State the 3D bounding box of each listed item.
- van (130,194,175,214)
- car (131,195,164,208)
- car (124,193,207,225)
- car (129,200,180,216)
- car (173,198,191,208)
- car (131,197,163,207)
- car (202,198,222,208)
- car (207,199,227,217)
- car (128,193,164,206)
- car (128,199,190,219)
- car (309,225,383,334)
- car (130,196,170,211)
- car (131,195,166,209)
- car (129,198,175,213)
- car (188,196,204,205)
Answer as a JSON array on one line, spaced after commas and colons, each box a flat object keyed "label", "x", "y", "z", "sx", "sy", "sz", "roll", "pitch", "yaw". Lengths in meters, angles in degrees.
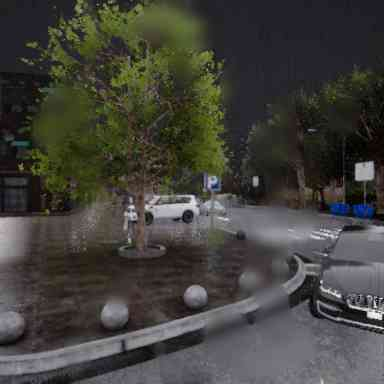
[{"label": "van", "x": -4.326, "y": 1.301, "z": 36.327, "sx": 4.442, "sy": 1.987, "sz": 1.878, "roll": -1, "pitch": 0, "yaw": -30}, {"label": "car", "x": -6.803, "y": 1.420, "z": 51.189, "sx": 4.553, "sy": 1.767, "sz": 2.185, "roll": -1, "pitch": 0, "yaw": -30}, {"label": "car", "x": -2.126, "y": 1.260, "z": 24.538, "sx": 5.566, "sy": 2.045, "sz": 2.435, "roll": -1, "pitch": 0, "yaw": -30}, {"label": "car", "x": -3.704, "y": 1.562, "z": 33.434, "sx": 4.674, "sy": 1.452, "sz": 2.002, "roll": -1, "pitch": 0, "yaw": -30}, {"label": "car", "x": -1.627, "y": 1.631, "z": 52.493, "sx": 2.033, "sy": 1.411, "sz": 5.357, "roll": 0, "pitch": 0, "yaw": -10}, {"label": "car", "x": -7.330, "y": 1.581, "z": 54.157, "sx": 4.792, "sy": 1.488, "sz": 2.163, "roll": -1, "pitch": 0, "yaw": -30}, {"label": "car", "x": 2.940, "y": 1.674, "z": 50.305, "sx": 1.895, "sy": 1.301, "sz": 4.718, "roll": 0, "pitch": 0, "yaw": -10}, {"label": "car", "x": 1.962, "y": 1.569, "z": 31.780, "sx": 1.812, "sy": 1.442, "sz": 4.674, "roll": 0, "pitch": 0, "yaw": -10}, {"label": "car", "x": -7.850, "y": 1.307, "z": 57.112, "sx": 5.566, "sy": 2.045, "sz": 2.435, "roll": -1, "pitch": 0, "yaw": -30}, {"label": "car", "x": -3.009, "y": 1.513, "z": 30.570, "sx": 5.366, "sy": 1.575, "sz": 1.946, "roll": -1, "pitch": 0, "yaw": -30}, {"label": "car", "x": 3.769, "y": 1.518, "z": 6.887, "sx": 1.837, "sy": 1.490, "sz": 4.892, "roll": 3, "pitch": 1, "yaw": 28}, {"label": "car", "x": -5.305, "y": 1.407, "z": 42.296, "sx": 4.553, "sy": 1.767, "sz": 2.185, "roll": -1, "pitch": 0, "yaw": -30}, {"label": "car", "x": -6.284, "y": 1.415, "z": 48.233, "sx": 4.553, "sy": 1.767, "sz": 2.185, "roll": -1, "pitch": 0, "yaw": -30}, {"label": "car", "x": -4.742, "y": 1.528, "z": 39.346, "sx": 5.008, "sy": 1.535, "sz": 2.097, "roll": -1, "pitch": 0, "yaw": -30}, {"label": "car", "x": 0.703, "y": 1.593, "z": 62.541, "sx": 2.128, "sy": 1.511, "sz": 4.902, "roll": 0, "pitch": 0, "yaw": -10}]
